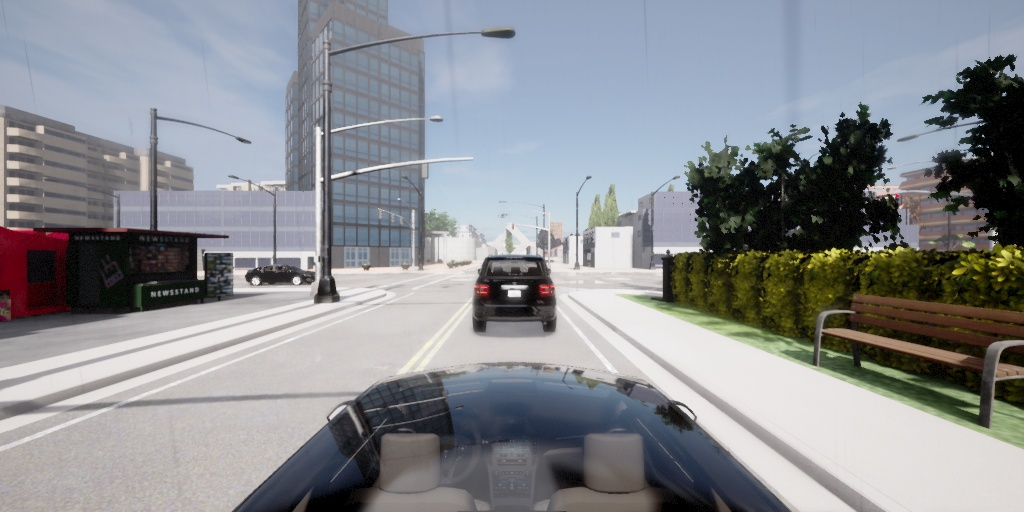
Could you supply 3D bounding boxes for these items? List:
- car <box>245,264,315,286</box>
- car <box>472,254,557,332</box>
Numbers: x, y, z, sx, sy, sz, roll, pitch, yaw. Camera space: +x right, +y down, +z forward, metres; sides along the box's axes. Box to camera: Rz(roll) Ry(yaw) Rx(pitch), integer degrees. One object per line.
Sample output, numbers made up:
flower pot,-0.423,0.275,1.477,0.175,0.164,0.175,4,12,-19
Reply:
car,-16.638,1.362,26.130,4.892,1.490,1.837,-1,0,0
car,0.075,0.971,11.036,2.150,2.045,5.566,0,0,0
